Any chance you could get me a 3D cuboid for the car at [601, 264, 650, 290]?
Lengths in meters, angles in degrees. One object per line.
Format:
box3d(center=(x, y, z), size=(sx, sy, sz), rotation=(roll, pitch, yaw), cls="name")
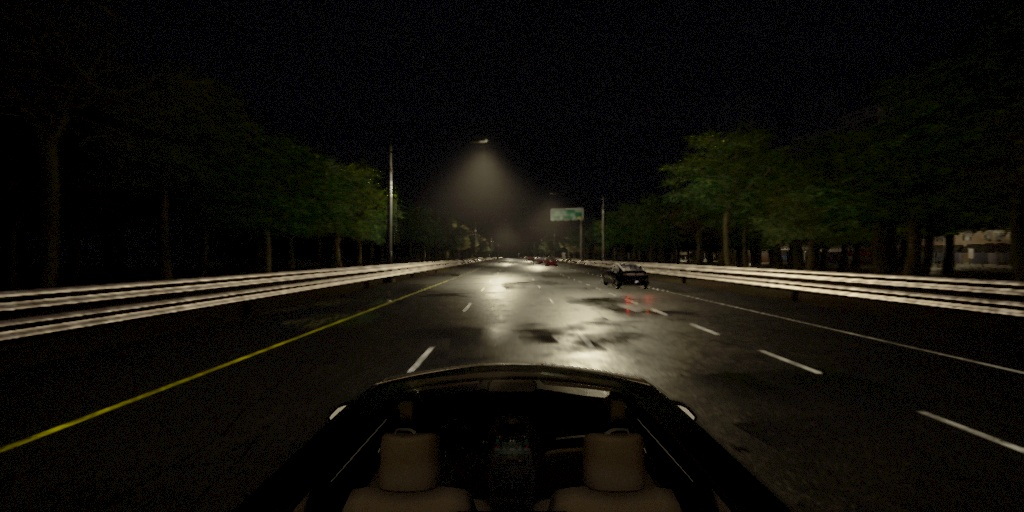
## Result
box3d(center=(7.022, 1.250, 22.628), size=(2.128, 1.511, 4.902), rotation=(0, 0, 0), cls="car")
